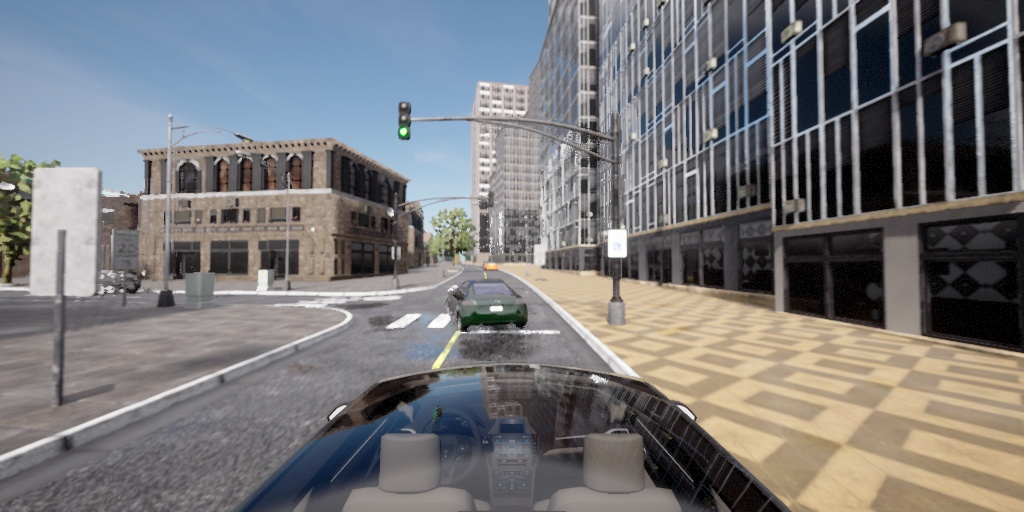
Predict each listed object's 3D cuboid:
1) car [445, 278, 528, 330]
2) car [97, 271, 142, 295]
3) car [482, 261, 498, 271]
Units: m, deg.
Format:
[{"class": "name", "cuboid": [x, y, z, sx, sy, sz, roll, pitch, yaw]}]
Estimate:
[{"class": "car", "cuboid": [-0.930, 1.400, 11.575, 1.994, 1.385, 4.181, 0, 0, -15]}, {"class": "car", "cuboid": [-24.238, 1.555, 21.095, 4.403, 1.370, 2.007, 0, 0, 9]}, {"class": "car", "cuboid": [-3.613, 1.607, 61.103, 2.097, 1.767, 4.553, 0, 0, -7]}]
